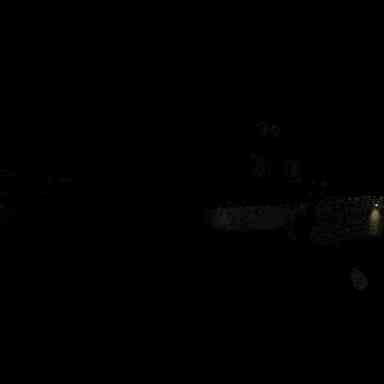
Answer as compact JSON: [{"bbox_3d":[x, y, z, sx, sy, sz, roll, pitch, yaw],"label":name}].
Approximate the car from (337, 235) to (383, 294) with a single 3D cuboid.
[{"bbox_3d":[5.091,1.560,6.404,1.882,1.535,5.008,-1,1,-18],"label":"car"}]
